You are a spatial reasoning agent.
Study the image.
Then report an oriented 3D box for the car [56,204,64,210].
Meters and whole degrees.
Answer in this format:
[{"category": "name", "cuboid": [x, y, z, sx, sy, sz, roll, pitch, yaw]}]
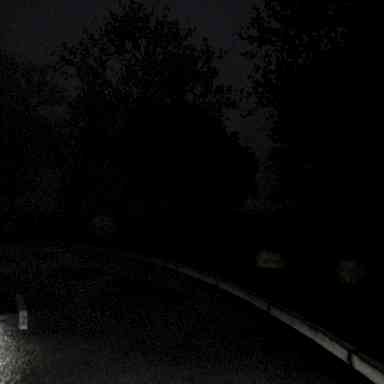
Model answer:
[{"category": "car", "cuboid": [-21.305, 2.296, 56.040, 1.837, 1.490, 4.892, 0, -1, 0]}]
